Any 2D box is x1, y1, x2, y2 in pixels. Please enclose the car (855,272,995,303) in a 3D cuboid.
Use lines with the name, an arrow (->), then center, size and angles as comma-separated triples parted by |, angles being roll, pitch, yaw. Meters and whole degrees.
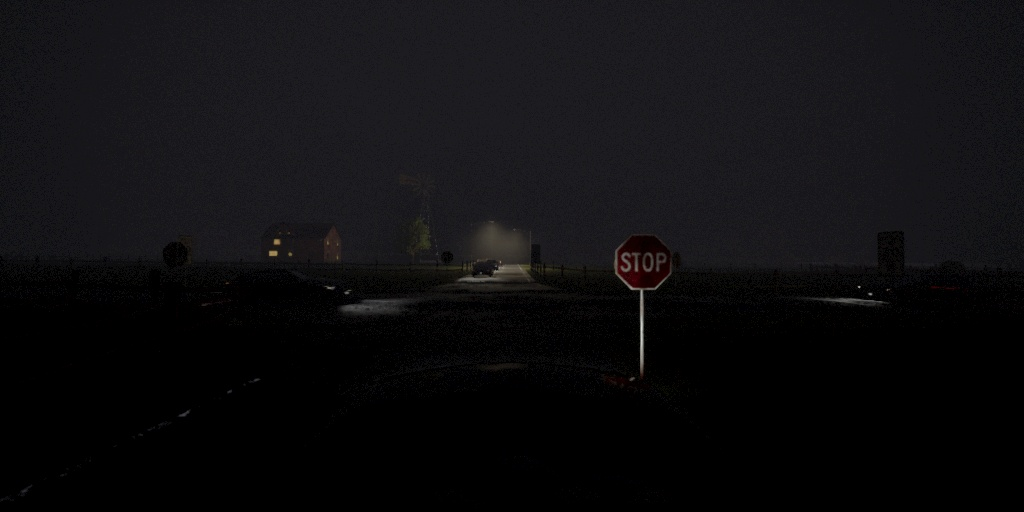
car -> 20.509, 1.532, 17.897 | 5.357, 1.411, 2.033 | 1, -1, -1

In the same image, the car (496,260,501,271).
car -> -2.842, 1.270, 50.302 | 1.837, 1.490, 4.892 | 0, 1, -1

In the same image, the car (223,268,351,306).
car -> -9.100, 1.203, 14.660 | 4.674, 1.442, 1.812 | 1, -1, -1

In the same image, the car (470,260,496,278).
car -> -2.846, 1.291, 34.977 | 1.812, 1.442, 4.674 | 0, 0, 0
